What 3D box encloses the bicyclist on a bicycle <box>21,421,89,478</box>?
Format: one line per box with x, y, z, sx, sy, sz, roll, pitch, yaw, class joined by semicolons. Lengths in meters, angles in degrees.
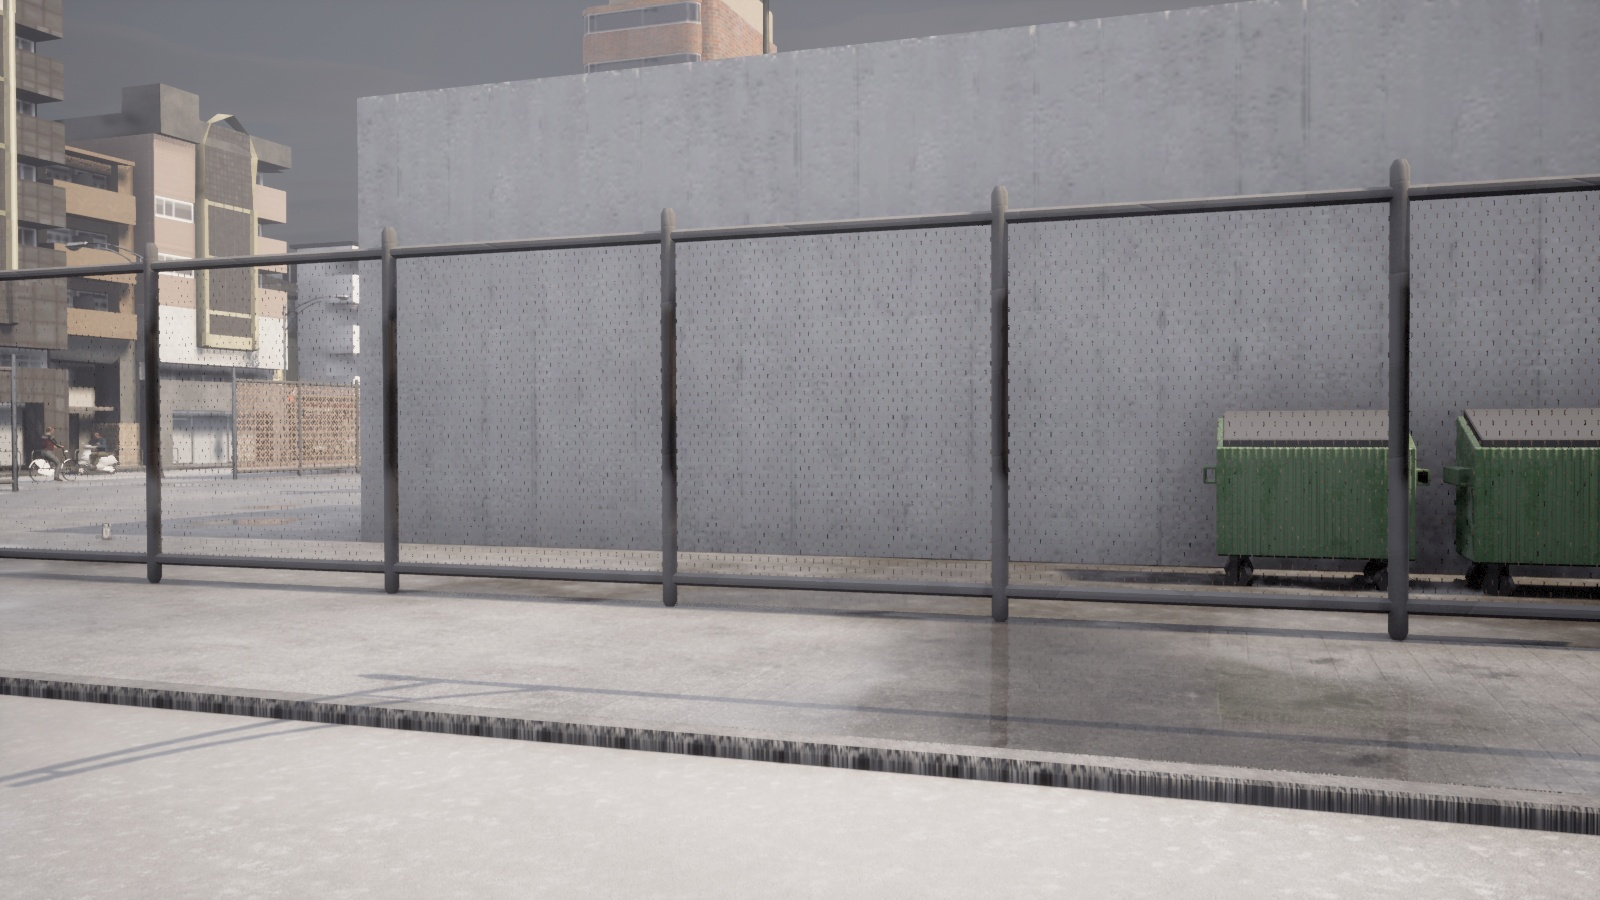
-23.671;-0.031;39.939;0.659;1.776;1.843;1;1;19;bicyclist on a bicycle

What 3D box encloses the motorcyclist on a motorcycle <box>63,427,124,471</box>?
-25.824;-0.052;45.937;0.866;1.590;1.817;1;1;19;motorcyclist on a motorcycle
